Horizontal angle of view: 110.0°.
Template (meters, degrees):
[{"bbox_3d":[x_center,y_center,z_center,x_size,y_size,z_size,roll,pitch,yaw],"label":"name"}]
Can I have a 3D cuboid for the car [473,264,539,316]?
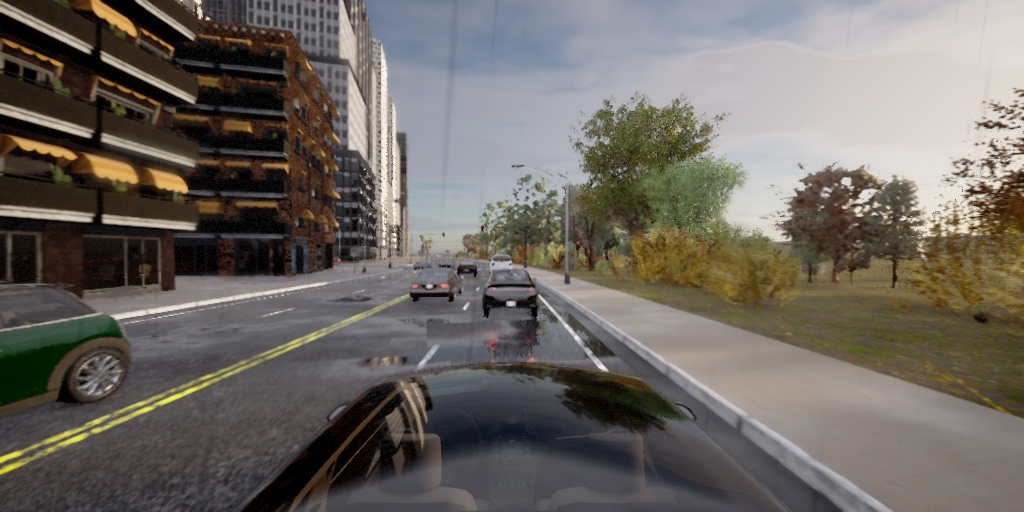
[{"bbox_3d":[-0.084,1.225,13.251,2.128,1.511,4.902,0,0,-1],"label":"car"}]

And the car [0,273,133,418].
[{"bbox_3d":[-6.624,1.108,3.267,2.097,1.767,4.553,0,0,0],"label":"car"}]

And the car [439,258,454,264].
[{"bbox_3d":[-8.851,1.078,48.991,2.097,1.767,4.553,0,0,-6],"label":"car"}]

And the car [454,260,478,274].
[{"bbox_3d":[-4.419,1.174,35.876,1.882,1.535,5.008,0,0,-4],"label":"car"}]

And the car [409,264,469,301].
[{"bbox_3d":[-3.430,1.279,17.037,2.033,1.411,5.357,0,0,-2],"label":"car"}]

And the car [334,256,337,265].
[{"bbox_3d":[-28.470,0.895,51.894,4.829,1.417,1.751,0,0,-14],"label":"car"}]

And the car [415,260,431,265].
[{"bbox_3d":[-12.083,1.281,48.644,1.994,1.385,4.181,0,0,-6],"label":"car"}]

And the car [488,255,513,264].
[{"bbox_3d":[-1.074,0.915,34.740,2.150,2.045,5.566,0,0,-4],"label":"car"}]
